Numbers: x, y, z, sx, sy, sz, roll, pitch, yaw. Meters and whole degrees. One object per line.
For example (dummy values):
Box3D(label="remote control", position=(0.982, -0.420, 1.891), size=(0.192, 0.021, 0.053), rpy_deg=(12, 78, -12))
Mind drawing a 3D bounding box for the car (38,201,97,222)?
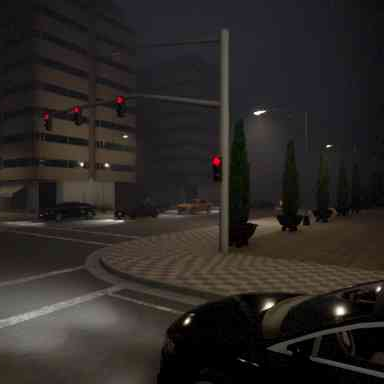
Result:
Box3D(label="car", position=(-10.172, 1.560, 27.488), size=(1.837, 1.490, 4.892), rpy_deg=(0, 0, 35))

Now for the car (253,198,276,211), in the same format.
Box3D(label="car", position=(9.083, 1.547, 42.269), size=(2.128, 1.511, 4.902), rpy_deg=(0, 0, 35))

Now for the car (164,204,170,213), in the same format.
Box3D(label="car", position=(-4.552, 1.603, 35.445), size=(2.033, 1.411, 5.357), rpy_deg=(0, 0, 35))

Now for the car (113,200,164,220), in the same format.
Box3D(label="car", position=(-4.797, 1.619, 29.032), size=(1.994, 1.385, 4.181), rpy_deg=(0, 0, 35))

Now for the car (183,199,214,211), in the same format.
Box3D(label="car", position=(0.899, 1.619, 43.135), size=(1.994, 1.385, 4.181), rpy_deg=(0, 0, 36))

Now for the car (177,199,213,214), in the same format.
Box3D(label="car", position=(0.353, 1.533, 36.320), size=(1.882, 1.535, 5.008), rpy_deg=(0, 0, 35))

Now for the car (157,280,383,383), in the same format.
Box3D(label="car", position=(1.890, 1.492, 2.626), size=(4.902, 1.511, 2.128), rpy_deg=(0, 0, 36))
